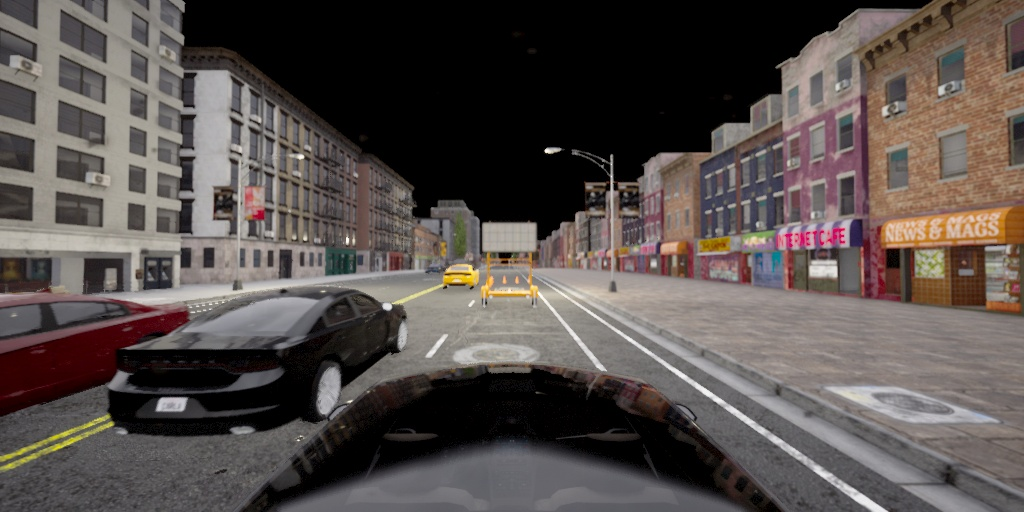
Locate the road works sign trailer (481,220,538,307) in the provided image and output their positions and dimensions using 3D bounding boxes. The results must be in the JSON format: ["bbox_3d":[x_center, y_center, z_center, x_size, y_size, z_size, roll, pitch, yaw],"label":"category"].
[{"bbox_3d":[-0.105,0.253,15.558,2.380,3.560,2.880,0,0,0],"label":"road works sign trailer"}]

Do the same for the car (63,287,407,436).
[{"bbox_3d":[-3.180,1.232,5.805,1.882,1.535,5.008,0,0,0],"label":"car"}]

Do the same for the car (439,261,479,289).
[{"bbox_3d":[-3.323,1.331,24.034,1.882,1.535,5.008,0,-1,0],"label":"car"}]

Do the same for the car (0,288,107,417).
[{"bbox_3d":[-6.616,1.230,4.261,1.882,1.535,5.008,0,0,0],"label":"car"}]

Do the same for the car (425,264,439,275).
[{"bbox_3d":[-10.198,1.743,48.026,2.033,1.411,5.357,0,-1,0],"label":"car"}]

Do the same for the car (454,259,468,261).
[{"bbox_3d":[-6.945,1.421,48.272,2.150,2.045,5.566,0,-1,0],"label":"car"}]

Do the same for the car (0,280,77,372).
[{"bbox_3d":[-9.870,1.245,4.804,2.128,1.511,4.902,0,0,0],"label":"car"}]
